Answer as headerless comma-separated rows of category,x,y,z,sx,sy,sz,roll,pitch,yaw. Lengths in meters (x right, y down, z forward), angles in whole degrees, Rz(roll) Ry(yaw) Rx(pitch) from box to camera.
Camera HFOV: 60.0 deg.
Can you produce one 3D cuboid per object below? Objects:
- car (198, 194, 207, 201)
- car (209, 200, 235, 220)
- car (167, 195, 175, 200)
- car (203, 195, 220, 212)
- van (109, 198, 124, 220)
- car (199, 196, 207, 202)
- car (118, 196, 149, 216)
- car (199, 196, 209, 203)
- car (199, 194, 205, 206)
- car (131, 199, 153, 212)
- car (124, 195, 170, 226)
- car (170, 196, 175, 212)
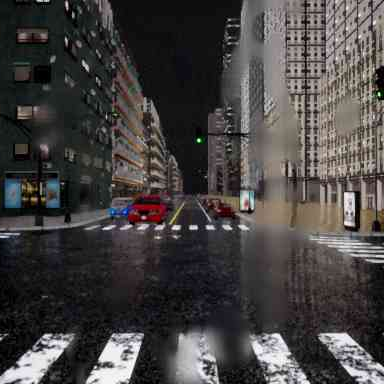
car,2.542,1.376,83.167,2.192,1.841,5.009,0,0,0
car,2.645,1.592,27.890,1.802,1.307,4.206,0,0,0
car,-5.861,1.643,94.207,1.947,1.339,4.313,0,0,0
car,2.625,1.457,38.946,1.967,1.590,4.097,0,0,0
van,-5.734,1.352,27.876,1.690,1.788,3.998,0,0,0
car,2.551,1.636,77.639,1.802,1.307,4.206,0,0,0
car,-5.744,1.329,33.403,2.192,1.841,5.009,0,0,0
car,2.561,1.592,72.112,1.887,1.381,4.507,0,0,0
car,2.593,1.469,55.529,1.967,1.590,4.097,0,0,0
car,-5.757,1.562,38.931,1.887,1.381,4.507,0,0,0
car,-3.045,1.250,23.738,2.150,2.045,5.566,0,0,0
car,-3.074,1.564,38.876,2.033,1.411,5.357,0,0,0
